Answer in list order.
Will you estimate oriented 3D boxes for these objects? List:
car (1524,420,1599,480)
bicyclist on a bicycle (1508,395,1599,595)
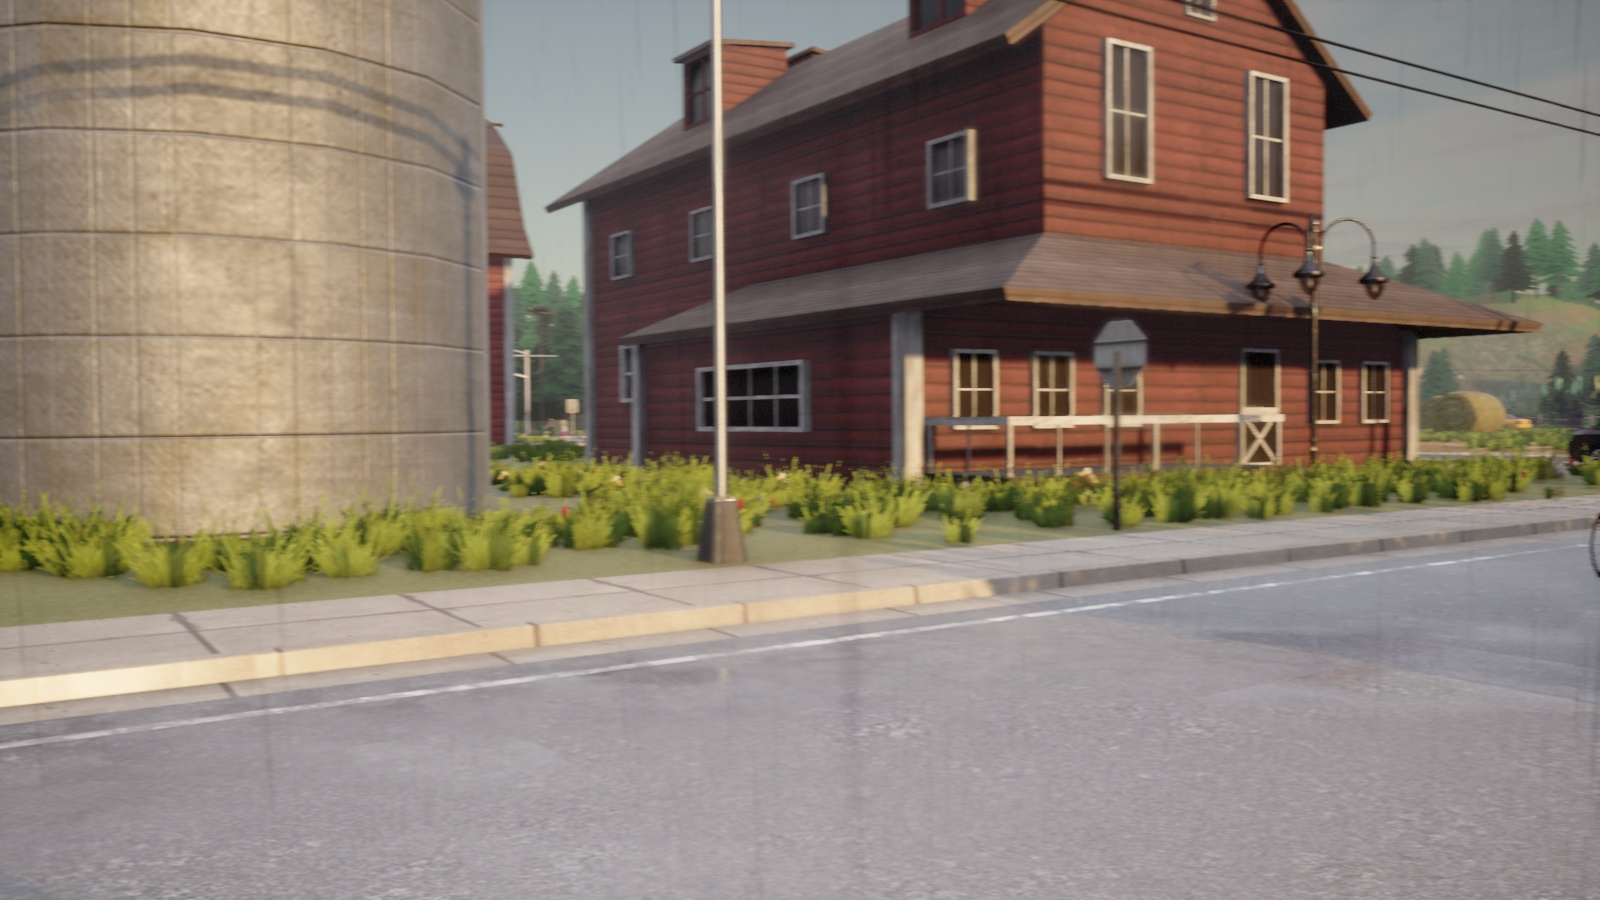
[{"bbox_3d":[20.879,-0.003,30.992,1.837,1.490,4.892,-1,2,-35],"label":"car"},{"bbox_3d":[7.532,0.385,11.910,1.843,1.776,0.659,-1,2,-34],"label":"bicyclist on a bicycle"}]
